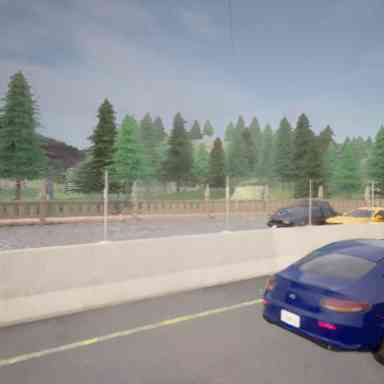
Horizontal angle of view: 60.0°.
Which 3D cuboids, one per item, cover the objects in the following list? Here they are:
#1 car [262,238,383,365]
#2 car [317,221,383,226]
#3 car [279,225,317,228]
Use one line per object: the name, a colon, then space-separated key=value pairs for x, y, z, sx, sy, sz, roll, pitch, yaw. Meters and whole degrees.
car: x=3.270 y=1.541 z=5.677 sx=4.674 sy=1.442 sz=1.812 roll=0 pitch=0 yaw=-32
car: x=9.063 y=1.523 z=16.947 sx=5.008 sy=1.535 sz=1.882 roll=1 pitch=0 yaw=-25
car: x=7.125 y=1.571 z=19.914 sx=5.357 sy=1.411 sz=2.033 roll=0 pitch=0 yaw=-26
